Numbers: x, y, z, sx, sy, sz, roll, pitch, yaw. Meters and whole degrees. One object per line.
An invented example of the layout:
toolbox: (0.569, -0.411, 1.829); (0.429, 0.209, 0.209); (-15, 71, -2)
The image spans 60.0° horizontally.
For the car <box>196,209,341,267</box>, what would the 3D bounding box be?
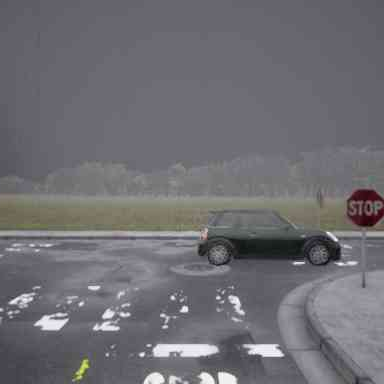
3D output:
car: (2.410, 1.365, 10.996); (4.553, 1.767, 2.097); (0, 0, 0)
